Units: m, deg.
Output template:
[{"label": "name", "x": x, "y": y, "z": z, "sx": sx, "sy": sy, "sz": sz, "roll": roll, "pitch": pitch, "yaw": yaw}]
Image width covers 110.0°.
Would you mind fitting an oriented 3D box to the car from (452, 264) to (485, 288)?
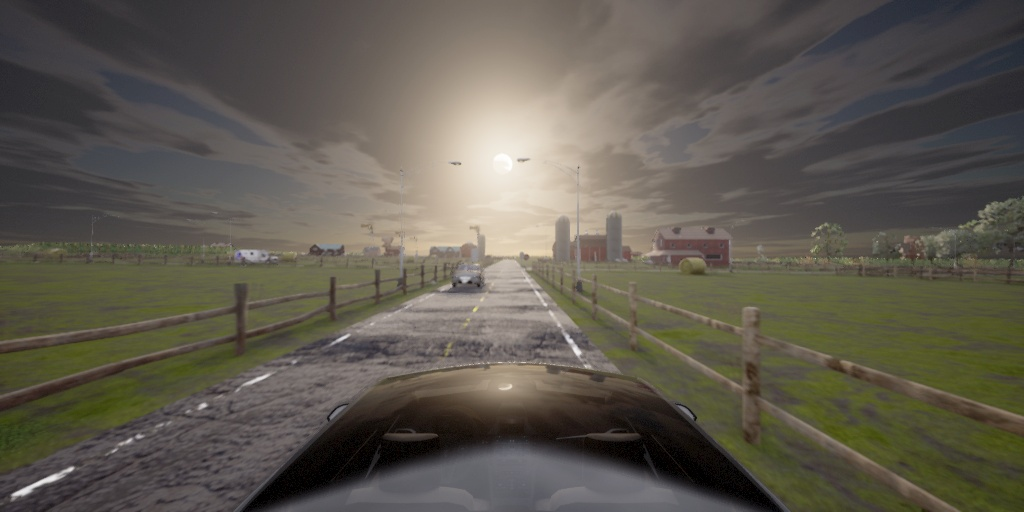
[{"label": "car", "x": -2.850, "y": 1.269, "z": 24.201, "sx": 2.128, "sy": 1.511, "sz": 4.902, "roll": 0, "pitch": 0, "yaw": 0}]
